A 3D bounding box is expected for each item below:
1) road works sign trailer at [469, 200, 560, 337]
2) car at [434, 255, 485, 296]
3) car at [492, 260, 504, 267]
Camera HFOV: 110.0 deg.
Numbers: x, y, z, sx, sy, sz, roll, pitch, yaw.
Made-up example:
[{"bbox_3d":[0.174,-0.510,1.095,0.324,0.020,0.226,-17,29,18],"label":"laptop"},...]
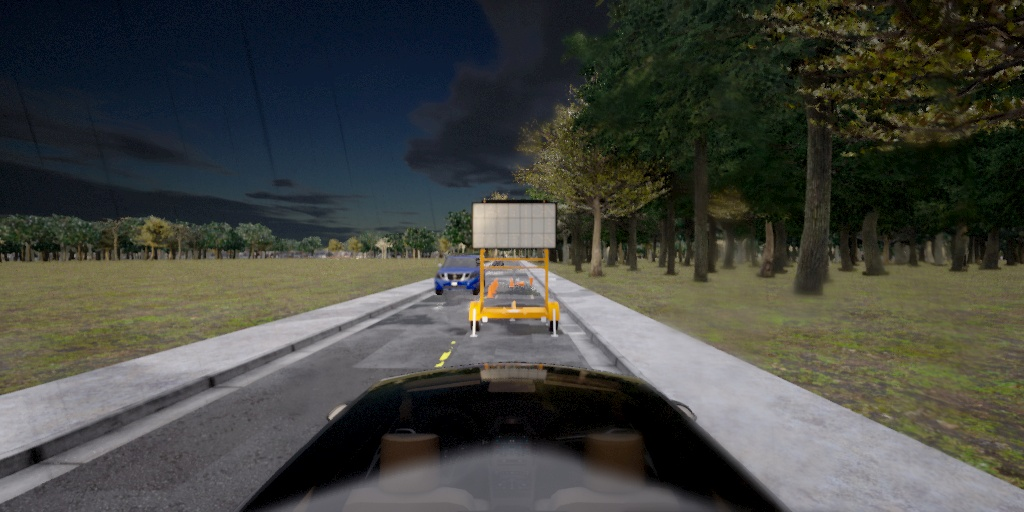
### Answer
[{"bbox_3d":[0.067,0.211,10.256,2.380,3.560,2.880,0,0,0],"label":"road works sign trailer"},{"bbox_3d":[-2.719,0.965,19.799,2.150,2.045,5.566,0,0,0],"label":"car"},{"bbox_3d":[-2.397,1.294,62.293,1.994,1.385,4.181,0,0,1],"label":"car"}]
